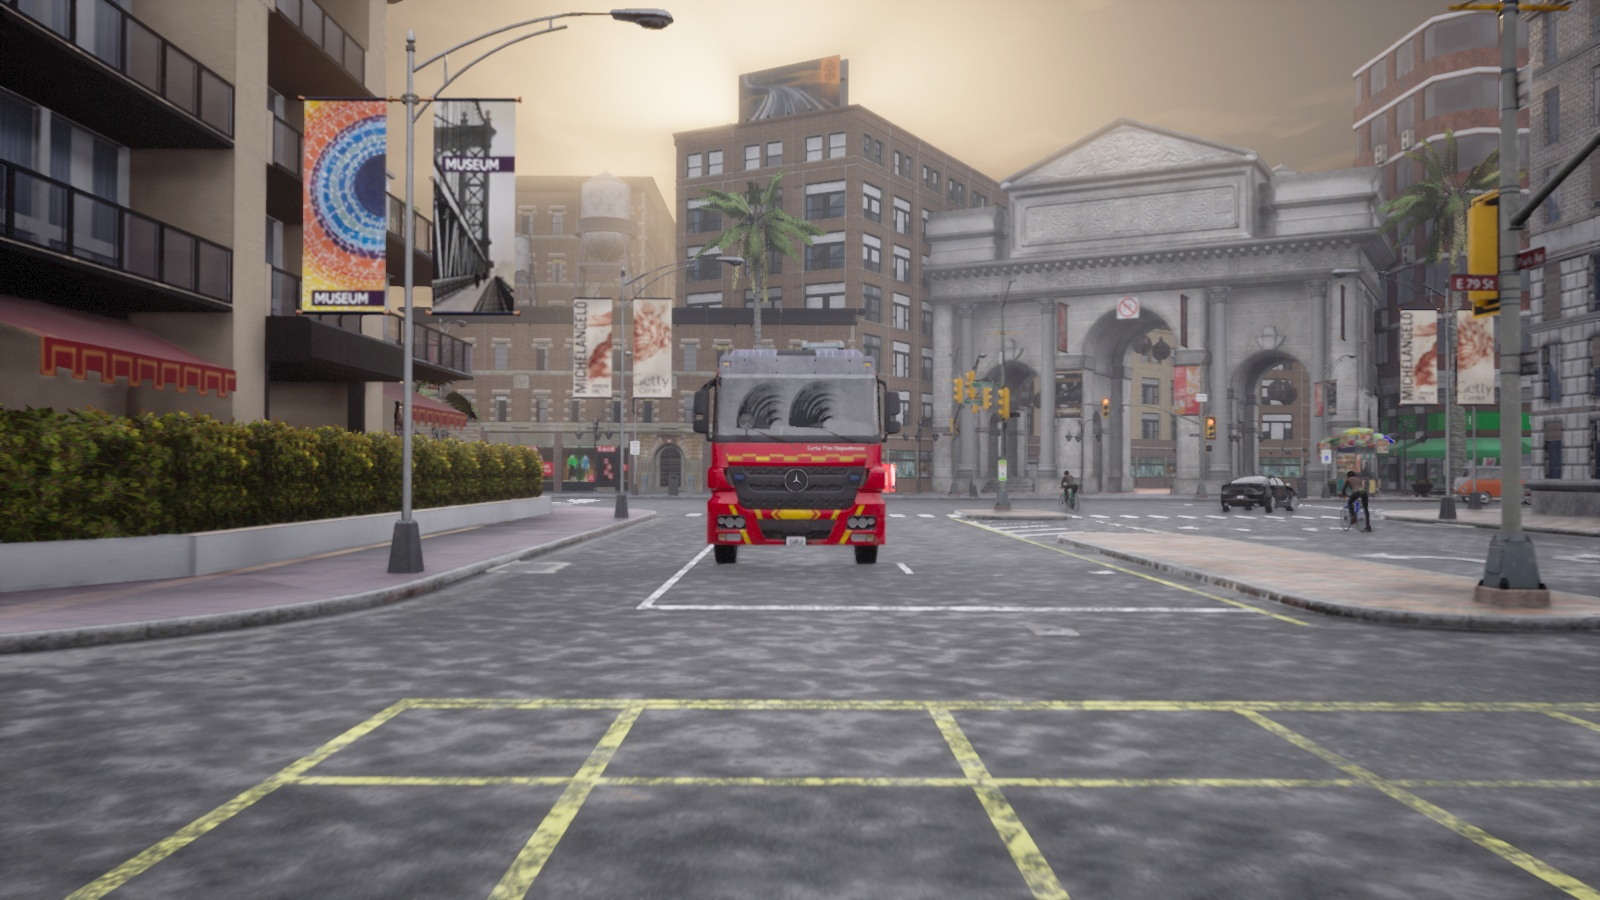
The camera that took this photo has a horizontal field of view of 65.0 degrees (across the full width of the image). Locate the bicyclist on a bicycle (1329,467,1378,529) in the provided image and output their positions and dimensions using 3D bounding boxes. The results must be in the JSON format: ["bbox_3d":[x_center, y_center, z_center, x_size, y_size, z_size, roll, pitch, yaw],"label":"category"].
[{"bbox_3d":[14.917,1.275,33.884,0.582,1.620,1.656,0,-1,0],"label":"bicyclist on a bicycle"}]

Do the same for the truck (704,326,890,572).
[{"bbox_3d":[-0.063,0.050,23.879,2.891,3.827,8.468,0,-1,0],"label":"truck"}]

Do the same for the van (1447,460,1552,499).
[{"bbox_3d":[36.307,1.517,65.250,4.442,1.987,1.775,0,-1,0],"label":"van"}]

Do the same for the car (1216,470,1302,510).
[{"bbox_3d":[18.663,1.570,50.936,1.882,1.535,5.008,-1,-1,37],"label":"car"}]
